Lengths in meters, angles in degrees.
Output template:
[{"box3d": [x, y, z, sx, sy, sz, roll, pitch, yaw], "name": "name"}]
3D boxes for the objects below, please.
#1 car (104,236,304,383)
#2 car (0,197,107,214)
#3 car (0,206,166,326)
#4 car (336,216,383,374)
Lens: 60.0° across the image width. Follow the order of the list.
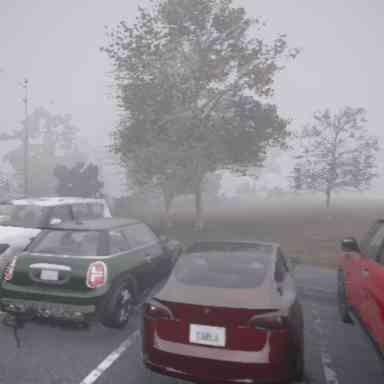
[{"box3d": [0.759, 1.510, 5.601, 2.163, 1.488, 4.792, 0, -1, 15], "name": "car"}, {"box3d": [-4.117, 1.183, 8.955, 2.435, 2.045, 5.566, 1, 0, 15], "name": "car"}, {"box3d": [-1.684, 1.337, 7.254, 2.185, 1.767, 4.553, 1, 0, 15], "name": "car"}, {"box3d": [3.187, 1.237, 3.882, 2.435, 2.045, 5.566, 0, -1, 15], "name": "car"}]
